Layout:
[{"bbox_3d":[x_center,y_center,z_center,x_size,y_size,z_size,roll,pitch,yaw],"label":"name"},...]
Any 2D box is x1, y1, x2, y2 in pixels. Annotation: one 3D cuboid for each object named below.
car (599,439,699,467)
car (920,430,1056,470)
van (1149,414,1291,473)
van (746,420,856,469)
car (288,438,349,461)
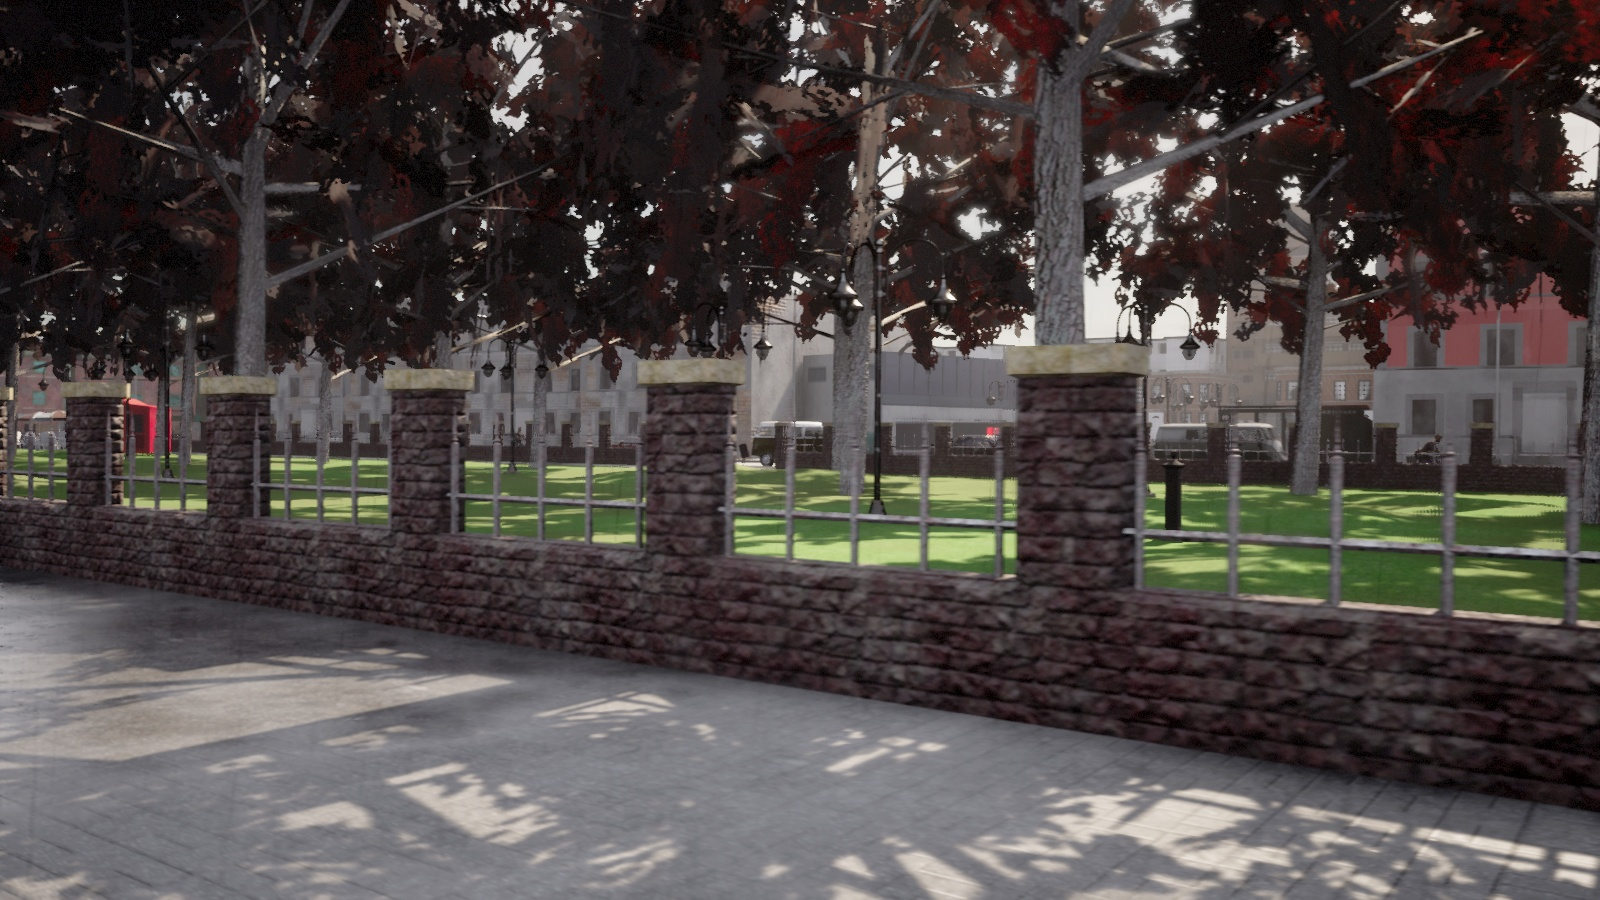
[{"bbox_3d":[-7.273,0.141,60.416,4.718,1.301,1.895,0,1,36],"label":"car"},{"bbox_3d":[7.435,-0.022,49.809,4.902,1.511,2.128,0,1,36],"label":"car"},{"bbox_3d":[14.831,-0.234,44.470,4.442,1.987,1.775,0,1,36],"label":"van"},{"bbox_3d":[0.027,-0.245,55.147,4.480,2.038,2.069,0,1,36],"label":"van"},{"bbox_3d":[-31.809,-0.026,82.988,3.806,1.475,1.970,0,1,35],"label":"car"}]
